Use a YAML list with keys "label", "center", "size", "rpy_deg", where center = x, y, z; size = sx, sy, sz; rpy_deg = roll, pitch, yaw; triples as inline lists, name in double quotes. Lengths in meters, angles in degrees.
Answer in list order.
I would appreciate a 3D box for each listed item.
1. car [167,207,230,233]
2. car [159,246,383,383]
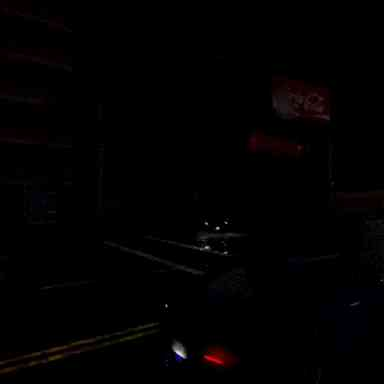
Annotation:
- label: "car"
  center: [0.215, 1.664, 21.062]
  size: [2.033, 1.411, 5.357]
  rpy_deg: [1, 0, -28]
- label: "car"
  center: [1.740, 1.566, 4.989]
  size: [4.674, 1.442, 1.812]
  rpy_deg: [1, 0, -36]
